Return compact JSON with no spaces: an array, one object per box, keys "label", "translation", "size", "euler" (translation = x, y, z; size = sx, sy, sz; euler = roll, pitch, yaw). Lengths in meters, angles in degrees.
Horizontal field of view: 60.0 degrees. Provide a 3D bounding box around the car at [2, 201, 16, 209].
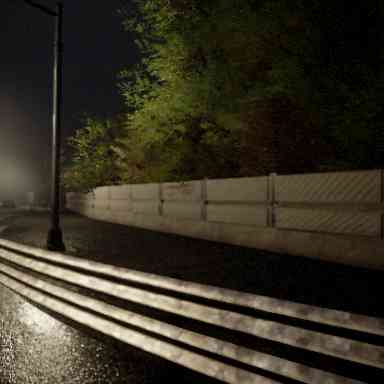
[{"label":"car","translation":[-32.301,2.285,58.600],"size":[2.033,1.411,5.357],"euler":[1,-1,-24]}]
